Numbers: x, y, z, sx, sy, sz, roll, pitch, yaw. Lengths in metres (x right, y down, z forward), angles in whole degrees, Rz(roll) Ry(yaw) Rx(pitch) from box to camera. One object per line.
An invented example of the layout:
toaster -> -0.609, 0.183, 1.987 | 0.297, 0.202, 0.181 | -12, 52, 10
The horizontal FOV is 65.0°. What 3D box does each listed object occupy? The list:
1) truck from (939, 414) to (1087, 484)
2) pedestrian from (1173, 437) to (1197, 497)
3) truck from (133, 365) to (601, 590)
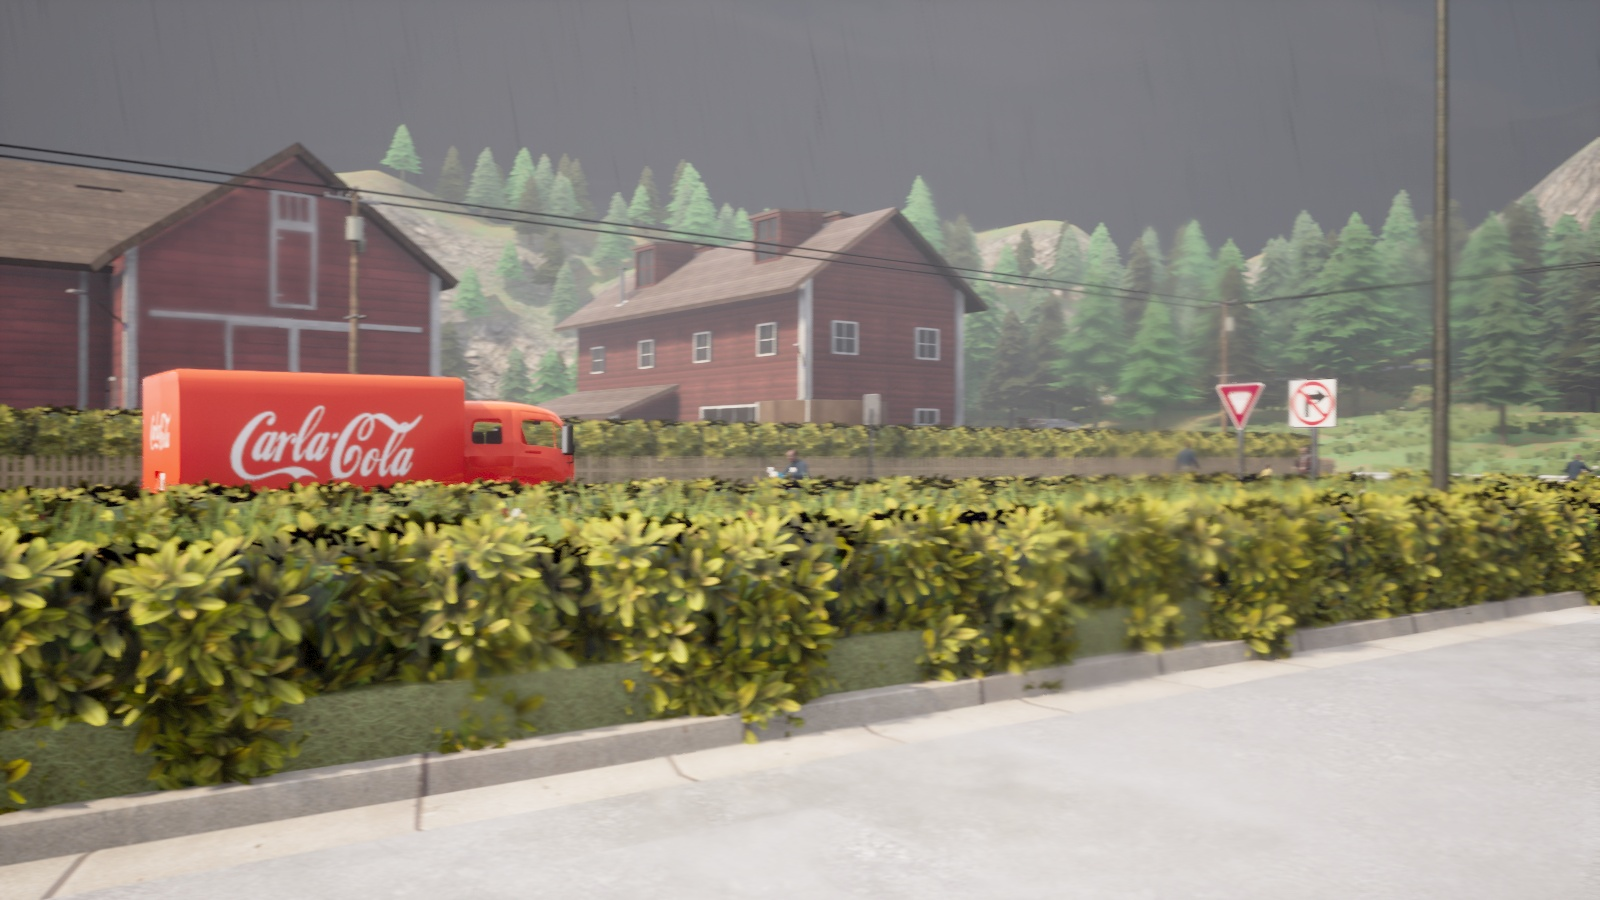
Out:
truck -> 11.130, -0.029, 66.551 | 2.891, 3.462, 7.936 | 0, 0, -36
pedestrian -> 11.887, 0.518, 38.734 | 0.726, 1.835, 0.370 | 0, 0, -39
truck -> -5.548, 0.314, 16.369 | 5.204, 2.467, 2.627 | 0, 0, -37
